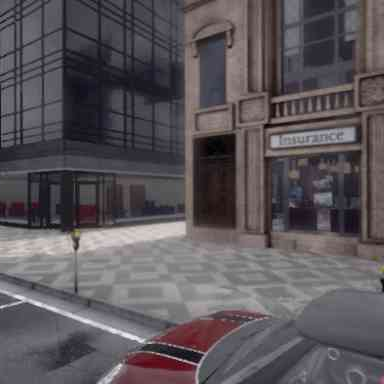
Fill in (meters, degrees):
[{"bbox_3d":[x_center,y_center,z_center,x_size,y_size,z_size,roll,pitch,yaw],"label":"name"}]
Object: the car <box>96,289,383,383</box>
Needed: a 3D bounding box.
[{"bbox_3d":[1.113,1.440,2.174,4.097,1.590,1.967,0,0,36],"label":"car"}]
